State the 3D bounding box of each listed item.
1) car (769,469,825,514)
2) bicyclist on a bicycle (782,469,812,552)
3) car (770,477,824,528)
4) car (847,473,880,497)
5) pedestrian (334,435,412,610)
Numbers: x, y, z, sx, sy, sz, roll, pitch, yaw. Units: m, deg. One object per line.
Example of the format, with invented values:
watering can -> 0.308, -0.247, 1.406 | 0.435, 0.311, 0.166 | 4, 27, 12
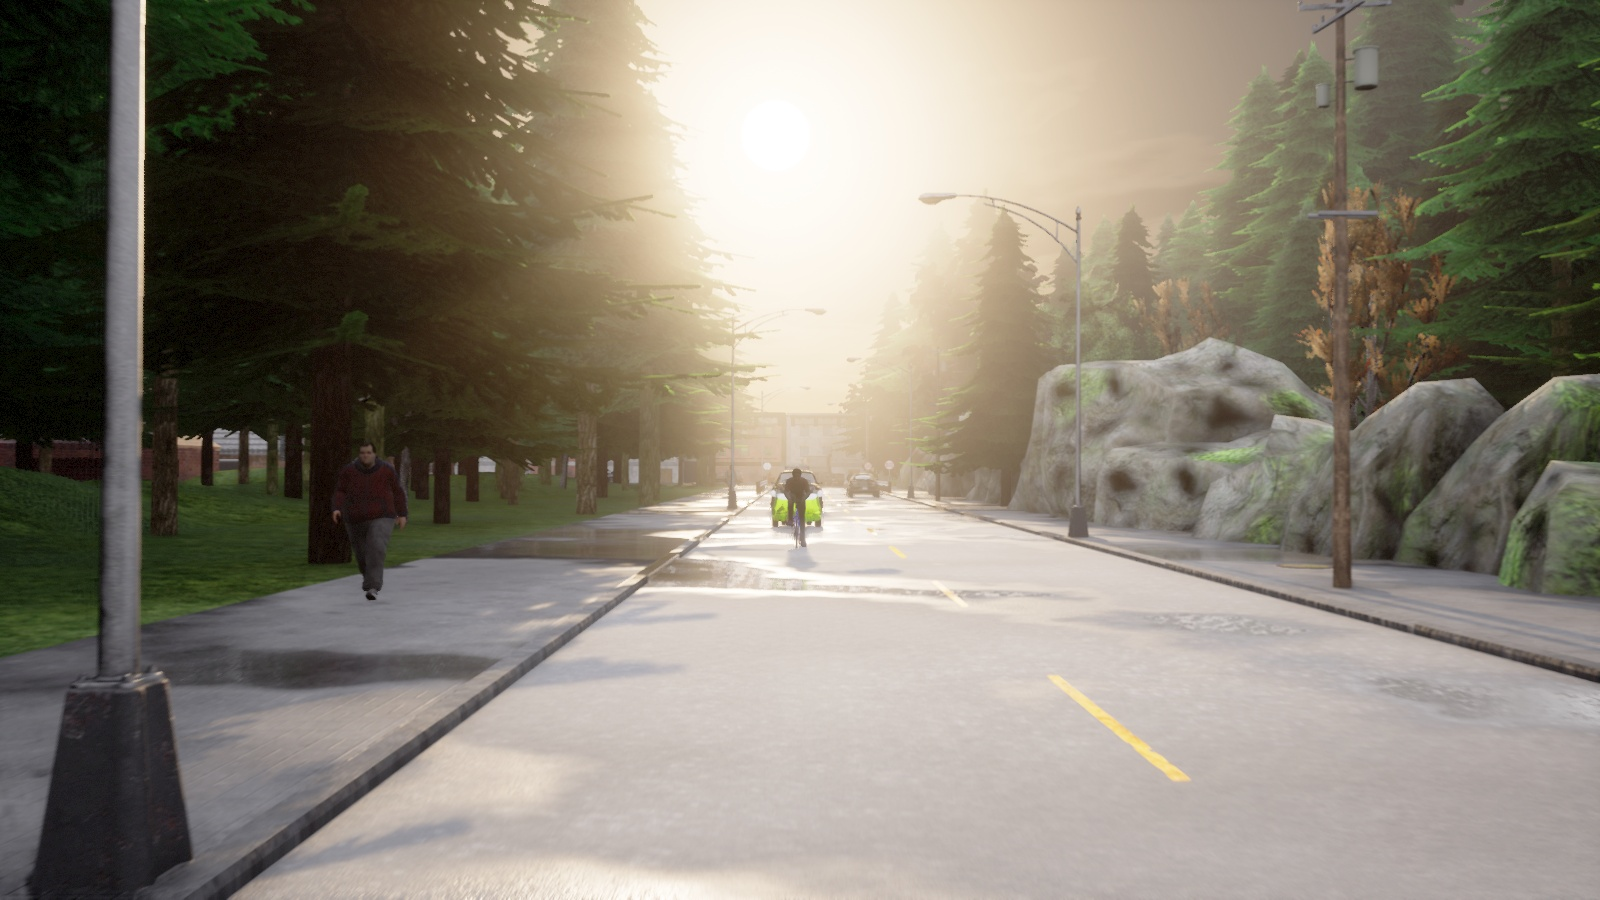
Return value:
car -> -0.104, 1.550, 48.074 | 2.033, 1.649, 4.856 | 0, -1, 0
bicyclist on a bicycle -> -0.055, 1.192, 25.382 | 0.582, 1.620, 1.656 | 0, -1, 0
car -> -0.076, 1.464, 35.495 | 1.481, 1.376, 2.207 | 0, -1, 0
car -> 3.836, 2.107, 76.550 | 1.812, 1.442, 4.674 | 0, -1, 0
pedestrian -> -4.649, 0.772, 13.708 | 0.634, 1.844, 0.899 | 0, -1, -7
